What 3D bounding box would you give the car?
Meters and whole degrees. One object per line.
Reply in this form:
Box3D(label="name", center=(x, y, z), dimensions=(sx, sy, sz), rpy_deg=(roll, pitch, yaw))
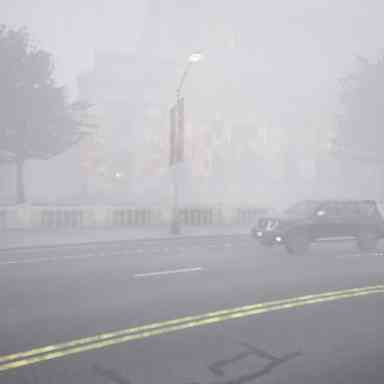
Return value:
Box3D(label="car", center=(5.223, 1.294, 13.650), dimensions=(5.566, 2.045, 2.150), rpy_deg=(1, 0, -19))
